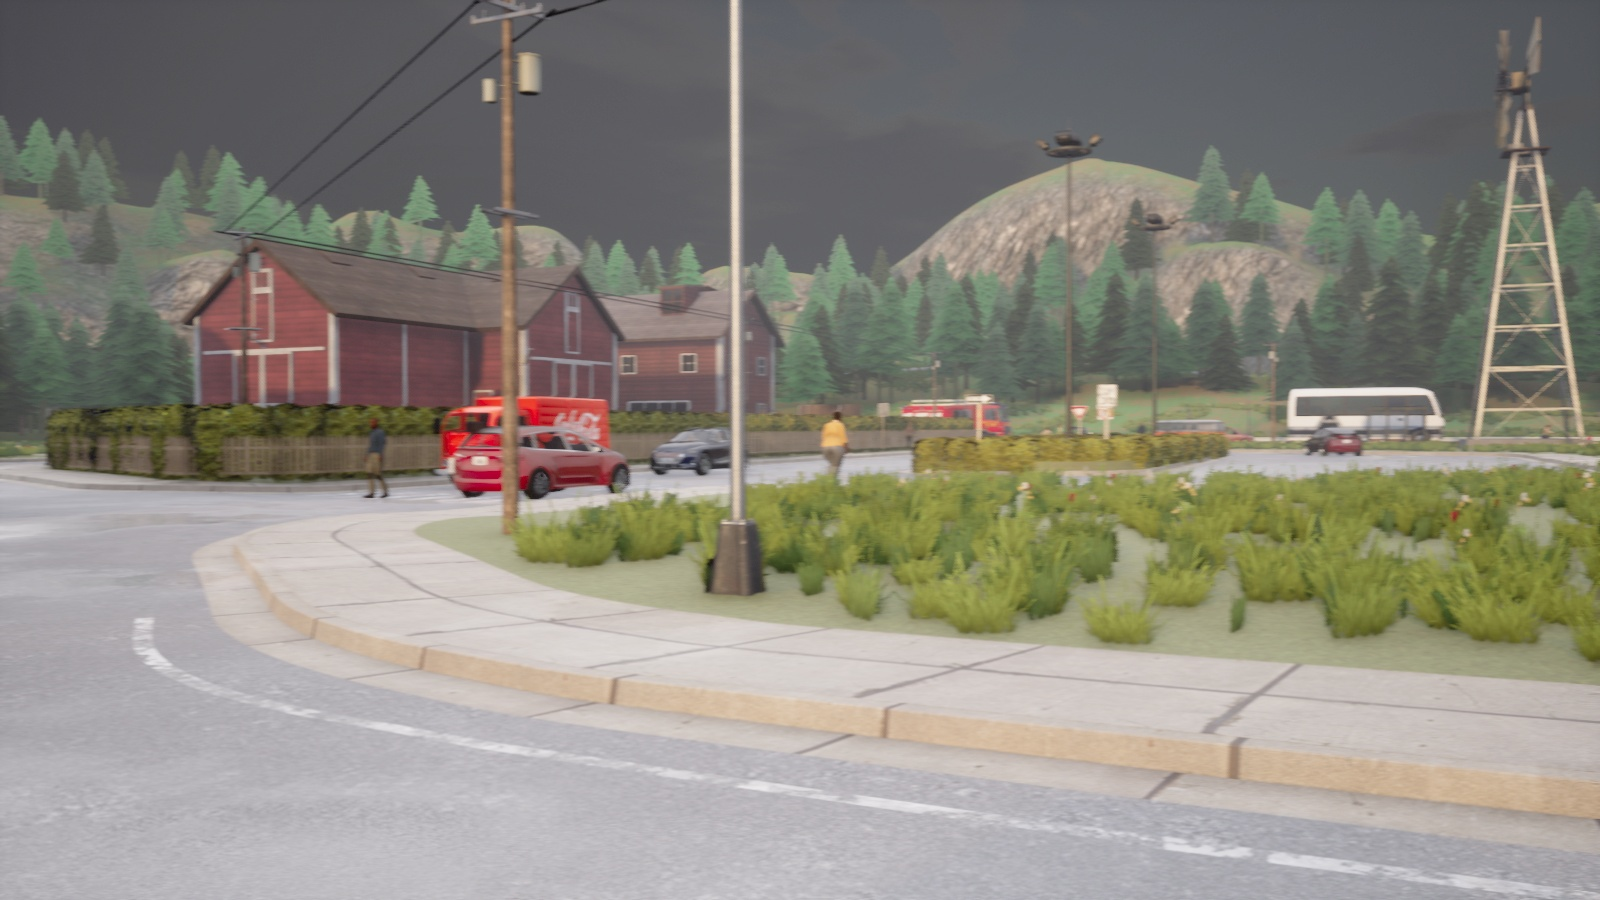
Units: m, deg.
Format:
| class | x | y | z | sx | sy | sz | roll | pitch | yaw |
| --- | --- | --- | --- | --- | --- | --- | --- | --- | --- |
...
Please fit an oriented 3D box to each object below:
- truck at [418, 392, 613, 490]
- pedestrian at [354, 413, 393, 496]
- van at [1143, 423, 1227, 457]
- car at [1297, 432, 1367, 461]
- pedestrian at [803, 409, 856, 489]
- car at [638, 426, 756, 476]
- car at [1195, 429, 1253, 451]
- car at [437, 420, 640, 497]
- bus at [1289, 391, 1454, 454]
| class | x | y | z | sx | sy | sz | roll | pitch | yaw |
| --- | --- | --- | --- | --- | --- | --- | --- | --- | --- |
| truck | -7.685 | -0.281 | 34.526 | 2.627 | 2.467 | 5.204 | 1 | 1 | 24 |
| pedestrian | -9.577 | 0.090 | 28.191 | 0.370 | 1.835 | 0.726 | 1 | 1 | 45 |
| van | 22.970 | -0.633 | 75.011 | 4.442 | 1.987 | 1.775 | 1 | 1 | 38 |
| car | 27.915 | -0.215 | 66.098 | 2.163 | 1.488 | 4.792 | 0 | 1 | 7 |
| pedestrian | 0.707 | -0.033 | 30.014 | 0.874 | 1.855 | 0.900 | 1 | 1 | 38 |
| car | -3.519 | -0.012 | 43.906 | 2.033 | 1.649 | 4.856 | 1 | 1 | 24 |
| car | 31.164 | -0.759 | 92.424 | 3.988 | 1.617 | 1.851 | 0 | 1 | 16 |
| car | -6.068 | 0.139 | 29.709 | 2.242 | 1.667 | 4.611 | 1 | 1 | 29 |
| bus | 40.125 | -1.935 | 88.503 | 10.273 | 4.253 | 3.944 | 1 | 1 | 24 |
